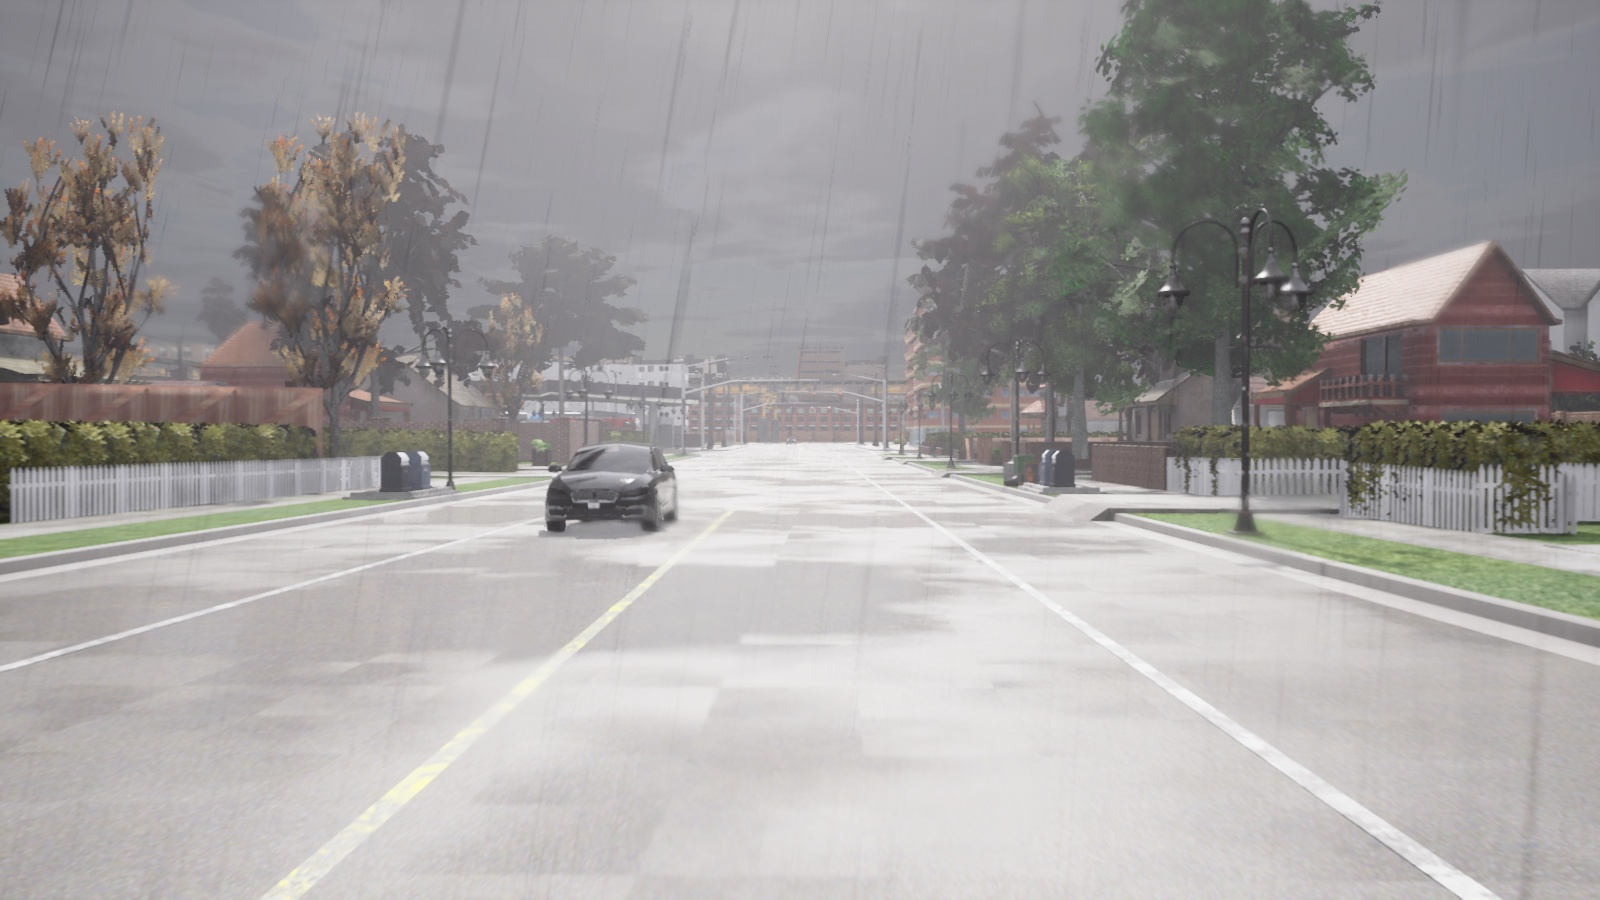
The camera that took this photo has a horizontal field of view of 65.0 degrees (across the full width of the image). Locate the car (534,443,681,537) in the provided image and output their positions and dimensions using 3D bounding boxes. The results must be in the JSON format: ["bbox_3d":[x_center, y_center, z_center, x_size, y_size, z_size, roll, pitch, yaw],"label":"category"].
[{"bbox_3d":[-3.281,0.621,22.351,1.837,1.490,4.892,0,0,1],"label":"car"}]
